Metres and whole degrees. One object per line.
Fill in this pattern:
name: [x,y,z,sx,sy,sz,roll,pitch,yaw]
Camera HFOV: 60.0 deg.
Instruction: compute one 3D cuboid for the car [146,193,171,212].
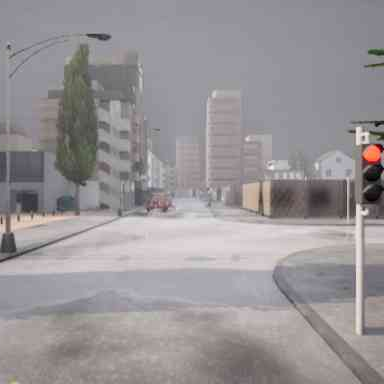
car: [-3.991,1.194,39.217,2.150,2.045,5.566,0,0,0]
